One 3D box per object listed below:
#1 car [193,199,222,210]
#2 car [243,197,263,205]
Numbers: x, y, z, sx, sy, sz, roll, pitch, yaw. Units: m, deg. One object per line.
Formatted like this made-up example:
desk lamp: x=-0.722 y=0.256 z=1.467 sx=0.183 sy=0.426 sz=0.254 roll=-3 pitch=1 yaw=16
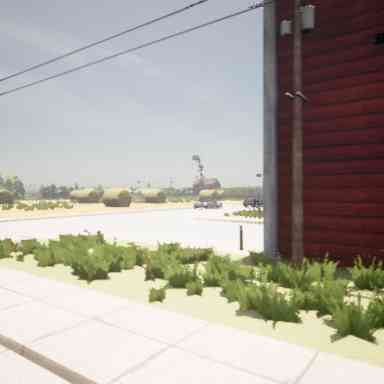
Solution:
car: x=2.027 y=1.589 z=43.258 sx=1.895 sy=1.301 sz=4.718 roll=0 pitch=0 yaw=34
car: x=8.838 y=1.428 z=46.752 sx=2.128 sy=1.511 sz=4.902 roll=-1 pitch=-1 yaw=35
